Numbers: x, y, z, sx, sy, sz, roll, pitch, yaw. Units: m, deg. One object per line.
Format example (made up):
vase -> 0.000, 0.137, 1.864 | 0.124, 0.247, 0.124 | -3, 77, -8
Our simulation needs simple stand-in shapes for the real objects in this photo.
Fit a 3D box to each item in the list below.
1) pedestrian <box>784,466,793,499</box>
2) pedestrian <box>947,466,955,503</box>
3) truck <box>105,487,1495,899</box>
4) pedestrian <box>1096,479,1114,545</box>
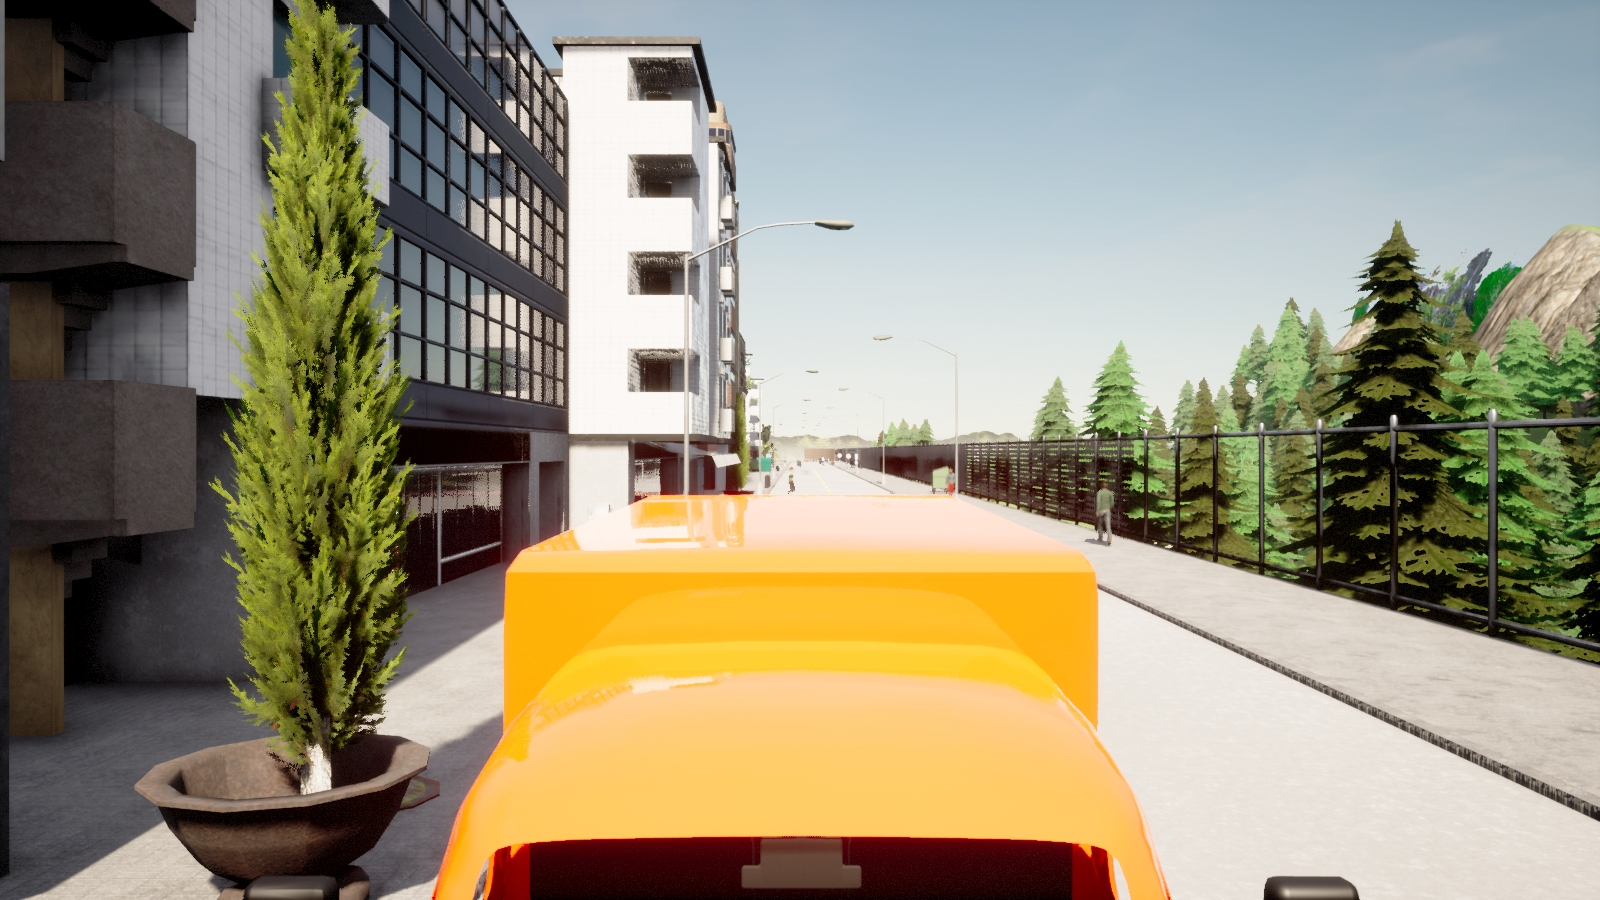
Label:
pedestrian -> -0.657, 1.874, 65.504 | 0.375, 1.860, 0.375 | 0, 0, 26
pedestrian -> 7.674, 1.767, 58.117 | 0.375, 1.860, 0.375 | 0, 0, 0
truck -> 0.000, 1.547, 4.795 | 2.627, 2.467, 5.204 | 0, 2, 0
pedestrian -> 8.671, 1.758, 32.473 | 0.375, 1.860, 0.375 | 0, 0, -3
